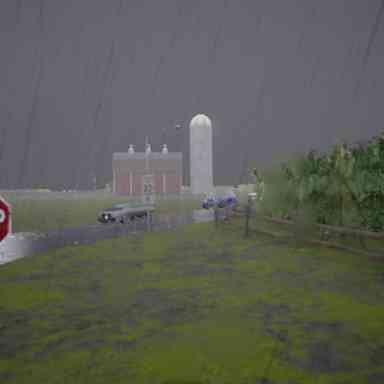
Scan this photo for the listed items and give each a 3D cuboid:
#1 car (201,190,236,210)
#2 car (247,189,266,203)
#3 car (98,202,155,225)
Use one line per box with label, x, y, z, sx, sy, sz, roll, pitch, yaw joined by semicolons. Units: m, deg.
car;3.001;0.794;35.937;2.150;2.045;5.566;-1;0;27
car;9.889;0.535;50.525;2.150;2.045;5.566;-1;0;23
car;-4.388;1.382;22.732;1.994;1.385;4.181;-1;1;31
